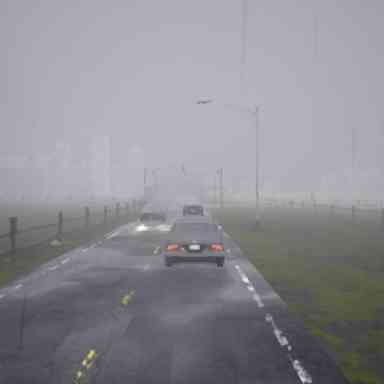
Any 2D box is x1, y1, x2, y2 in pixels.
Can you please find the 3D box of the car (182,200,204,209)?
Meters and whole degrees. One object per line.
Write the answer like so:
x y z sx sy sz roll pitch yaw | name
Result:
0.094 1.513 31.345 1.882 1.535 5.008 0 0 0 | car

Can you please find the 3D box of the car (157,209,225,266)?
0.082 1.560 11.571 2.033 1.411 5.357 0 0 0 | car

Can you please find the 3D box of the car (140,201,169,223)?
-2.843 1.506 25.801 1.882 1.535 5.008 0 0 0 | car
